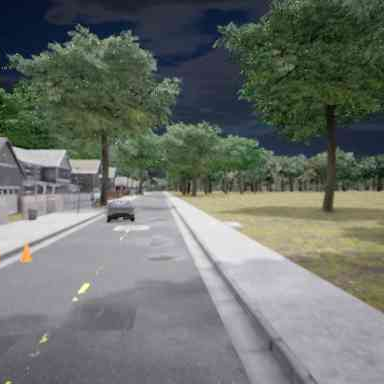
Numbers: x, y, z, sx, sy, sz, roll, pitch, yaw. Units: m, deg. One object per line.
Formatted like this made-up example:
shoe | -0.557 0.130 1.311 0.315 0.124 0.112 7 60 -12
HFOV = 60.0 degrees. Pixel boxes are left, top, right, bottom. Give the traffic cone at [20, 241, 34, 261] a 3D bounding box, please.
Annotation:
traffic cone | -5.187 1.849 10.427 0.340 0.580 0.340 0 1 -5

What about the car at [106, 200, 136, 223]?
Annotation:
car | -5.025 1.278 23.540 2.033 1.411 5.357 0 1 -12
